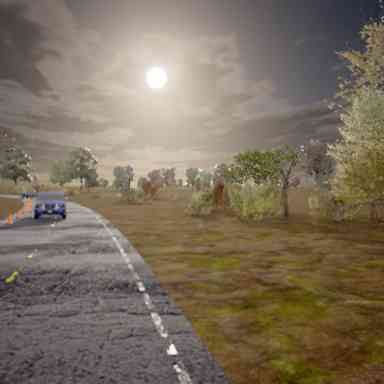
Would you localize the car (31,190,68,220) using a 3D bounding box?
[{"bbox_3d":[-10.882,0.975,25.749,2.150,2.045,5.566,0,1,-21],"label":"car"}]

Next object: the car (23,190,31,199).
[{"bbox_3d":[-36.770,0.497,75.524,2.150,2.045,5.566,0,0,-39],"label":"car"}]

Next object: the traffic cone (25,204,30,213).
[{"bbox_3d":[-15.537,1.656,31.018,0.340,0.580,0.340,0,1,-23],"label":"traffic cone"}]

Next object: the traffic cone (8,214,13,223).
[{"bbox_3d":[-11.923,1.744,21.805,0.340,0.580,0.340,0,1,-20],"label":"traffic cone"}]

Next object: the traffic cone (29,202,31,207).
[{"bbox_3d":[-17.474,1.612,35.572,0.340,0.580,0.340,0,1,-24],"label":"traffic cone"}]

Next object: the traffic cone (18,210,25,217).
[{"bbox_3d":[-13.686,1.700,26.429,0.340,0.580,0.340,0,1,-21],"label":"traffic cone"}]

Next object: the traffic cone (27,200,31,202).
[{"bbox_3d":[-19.497,1.569,40.089,0.340,0.580,0.340,0,1,-25],"label":"traffic cone"}]

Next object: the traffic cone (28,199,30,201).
[{"bbox_3d":[-21.604,1.526,44.567,0.340,0.580,0.340,0,1,-26],"label":"traffic cone"}]
